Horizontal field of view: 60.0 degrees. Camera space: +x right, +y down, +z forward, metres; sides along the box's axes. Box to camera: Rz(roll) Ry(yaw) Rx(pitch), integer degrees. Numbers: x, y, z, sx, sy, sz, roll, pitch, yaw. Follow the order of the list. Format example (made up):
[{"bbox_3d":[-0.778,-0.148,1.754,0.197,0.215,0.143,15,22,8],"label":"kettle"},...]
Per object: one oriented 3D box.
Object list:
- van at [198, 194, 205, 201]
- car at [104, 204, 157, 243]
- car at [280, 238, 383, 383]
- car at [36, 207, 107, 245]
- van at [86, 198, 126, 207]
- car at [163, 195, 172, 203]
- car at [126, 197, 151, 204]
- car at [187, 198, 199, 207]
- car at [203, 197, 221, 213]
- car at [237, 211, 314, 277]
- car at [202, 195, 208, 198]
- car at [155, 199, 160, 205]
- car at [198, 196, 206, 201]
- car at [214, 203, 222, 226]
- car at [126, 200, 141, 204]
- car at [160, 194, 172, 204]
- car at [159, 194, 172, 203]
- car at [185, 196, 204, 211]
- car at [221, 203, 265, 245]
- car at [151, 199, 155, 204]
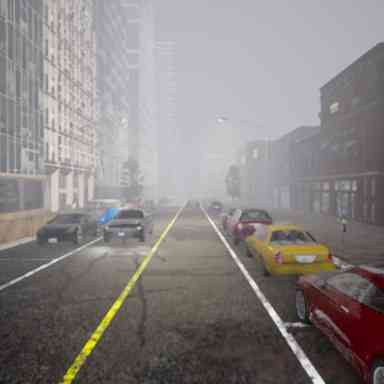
[{"bbox_3d":[2.683,1.541,94.673,1.690,1.788,3.998,-1,0,0],"label":"van"},{"bbox_3d":[-3.012,1.558,16.559,1.812,1.442,4.674,0,0,0],"label":"car"},{"bbox_3d":[2.680,1.591,4.368,1.802,1.307,4.206,-1,0,0],"label":"car"},{"bbox_3d":[-5.667,1.597,15.712,1.947,1.339,4.313,-1,0,0],"label":"car"},{"bbox_3d":[-5.673,1.384,21.357,1.690,1.788,3.998,-1,0,0],"label":"van"},{"bbox_3d":[-5.697,1.603,77.797,1.967,1.590,4.097,-1,0,0],"label":"car"},{"bbox_3d":[-5.711,1.381,32.645,2.192,1.841,5.009,-1,0,0],"label":"car"},{"bbox_3d":[0.105,1.715,55.776,1.895,1.301,4.718,0,0,0],"label":"car"},{"bbox_3d":[2.682,1.643,38.232,1.947,1.339,4.313,-1,0,0],"label":"car"},{"bbox_3d":[2.679,1.545,10.182,1.752,1.417,4.829,-1,0,0],"label":"car"},{"bbox_3d":[2.680,1.529,43.876,1.967,1.590,4.097,-1,0,0],"label":"car"},{"bbox_3d":[-5.698,1.655,43.933,1.947,1.339,4.313,-1,0,0],"label":"car"},{"bbox_3d":[2.687,1.769,89.027,1.802,1.307,4.206,-1,0,0],"label":"car"},{"bbox_3d":[2.681,1.608,21.300,1.947,1.339,4.313,-1,0,0],"label":"car"},{"bbox_3d":[-5.683,1.605,27.001,2.008,1.369,4.403,-1,0,0],"label":"car"},{"bbox_3d":[-5.696,1.703,66.509,1.947,1.339,4.313,-1,0,0],"label":"car"},{"bbox_3d":[-5.699,1.465,72.153,2.192,1.841,5.009,-1,0,0],"label":"car"},{"bbox_3d":[0.105,1.576,42.998,2.128,1.511,4.902,0,0,0],"label":"car"},{"bbox_3d":[2.678,1.471,15.656,1.967,1.590,4.097,-1,0,0],"label":"car"},{"bbox_3d":[-5.701,1.660,38.288,1.802,1.307,4.206,-1,0,0],"label":"car"}]
